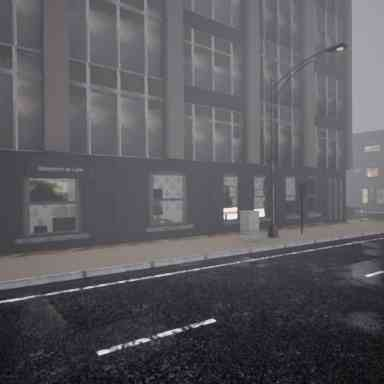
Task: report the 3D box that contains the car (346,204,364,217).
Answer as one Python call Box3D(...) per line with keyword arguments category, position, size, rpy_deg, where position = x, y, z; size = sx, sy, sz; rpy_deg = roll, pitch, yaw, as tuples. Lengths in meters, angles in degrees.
Box3D(category="car", position=(15.213, 1.784, 34.605), size=(2.128, 1.511, 4.902), rpy_deg=(-1, 0, -37))
